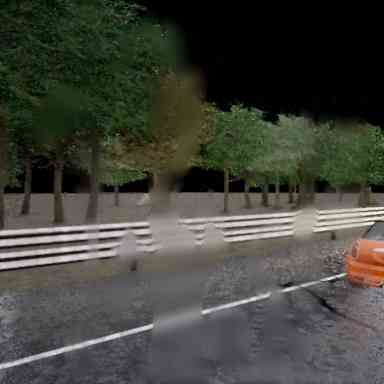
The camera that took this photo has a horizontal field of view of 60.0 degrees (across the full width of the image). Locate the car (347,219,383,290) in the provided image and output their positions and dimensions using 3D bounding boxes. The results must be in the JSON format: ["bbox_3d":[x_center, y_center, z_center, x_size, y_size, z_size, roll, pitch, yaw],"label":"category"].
[{"bbox_3d":[5.682,1.324,7.799,4.553,1.767,2.097,0,0,-36],"label":"car"}]
